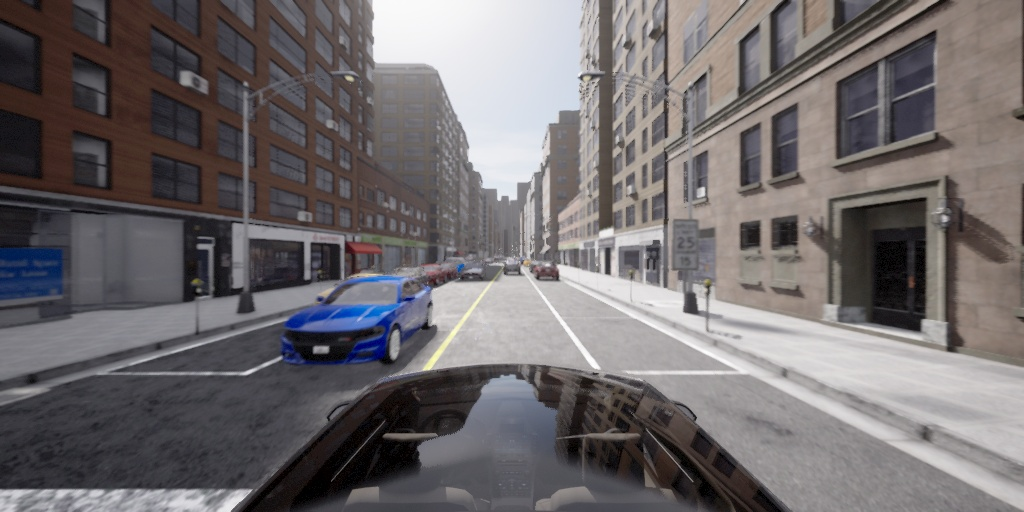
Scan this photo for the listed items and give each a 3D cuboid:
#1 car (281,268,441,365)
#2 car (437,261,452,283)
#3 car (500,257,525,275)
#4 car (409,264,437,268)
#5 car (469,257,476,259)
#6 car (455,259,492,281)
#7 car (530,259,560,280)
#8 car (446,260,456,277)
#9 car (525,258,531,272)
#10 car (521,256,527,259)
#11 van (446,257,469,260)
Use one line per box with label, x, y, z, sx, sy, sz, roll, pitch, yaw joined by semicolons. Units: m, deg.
car;-3.103;1.214;8.225;1.882;1.535;5.008;0;0;-1
car;-5.666;1.250;24.868;1.888;1.381;4.507;0;0;0
car;0.051;1.178;38.336;2.128;1.511;4.902;0;0;1
car;-5.667;1.265;19.417;2.007;1.370;4.403;0;0;0
car;-5.665;0.991;46.670;2.192;1.841;5.009;0;0;0
car;-3.088;1.245;29.809;2.033;1.411;5.357;0;0;0
car;2.859;1.137;30.354;1.967;1.591;4.097;0;0;0
car;-5.666;1.242;30.318;1.888;1.381;4.507;0;0;0
car;2.860;1.233;41.251;2.007;1.370;4.403;0;0;0
car;3.003;1.118;63.023;1.801;1.575;5.366;0;0;0
van;-5.666;1.030;35.769;1.690;1.789;3.998;0;0;0
